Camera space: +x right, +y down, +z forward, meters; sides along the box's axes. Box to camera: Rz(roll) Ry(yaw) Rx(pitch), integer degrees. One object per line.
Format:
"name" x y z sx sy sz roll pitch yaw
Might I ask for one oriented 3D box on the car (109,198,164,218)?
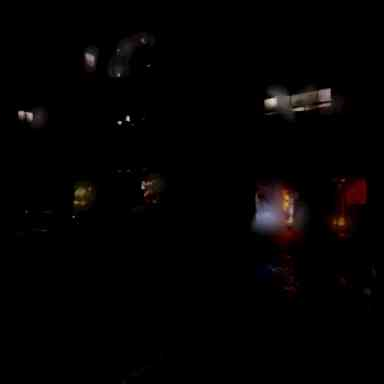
"car" -4.688 1.287 28.859 1.752 1.417 4.829 1 1 36

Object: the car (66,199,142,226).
"car" -6.224 1.375 22.559 2.033 1.411 5.357 0 1 36

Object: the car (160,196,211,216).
"car" -0.459 1.198 30.504 2.128 1.511 4.902 0 1 36

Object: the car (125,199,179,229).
"car" -1.518 1.354 19.805 2.008 1.369 4.403 1 1 36
